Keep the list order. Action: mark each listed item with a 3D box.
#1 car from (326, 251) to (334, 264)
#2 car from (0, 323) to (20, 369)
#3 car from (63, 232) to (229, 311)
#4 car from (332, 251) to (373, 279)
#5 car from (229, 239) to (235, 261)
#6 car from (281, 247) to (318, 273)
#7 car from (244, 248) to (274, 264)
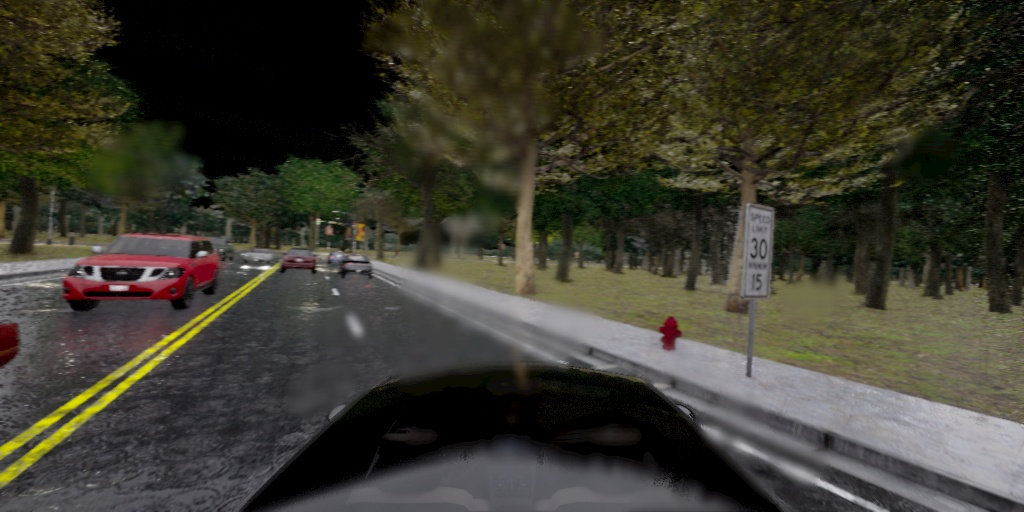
[{"bbox_3d":[-19.341,0.148,39.617,2.033,1.411,5.357,4,0,-29],"label":"car"},{"bbox_3d":[-5.516,1.006,1.841,1.895,1.301,4.718,4,0,-30],"label":"car"},{"bbox_3d":[-10.631,0.329,10.886,2.150,2.045,5.566,4,0,-30],"label":"car"},{"bbox_3d":[-10.513,0.634,23.994,2.128,1.511,4.902,4,0,-29],"label":"car"},{"bbox_3d":[-25.859,-0.603,31.256,2.150,2.045,5.566,4,0,-30],"label":"car"},{"bbox_3d":[-15.148,0.204,25.660,2.097,1.767,4.553,4,0,-29],"label":"car"},{"bbox_3d":[-22.898,-0.029,32.563,1.895,1.301,4.718,4,0,-29],"label":"car"}]
